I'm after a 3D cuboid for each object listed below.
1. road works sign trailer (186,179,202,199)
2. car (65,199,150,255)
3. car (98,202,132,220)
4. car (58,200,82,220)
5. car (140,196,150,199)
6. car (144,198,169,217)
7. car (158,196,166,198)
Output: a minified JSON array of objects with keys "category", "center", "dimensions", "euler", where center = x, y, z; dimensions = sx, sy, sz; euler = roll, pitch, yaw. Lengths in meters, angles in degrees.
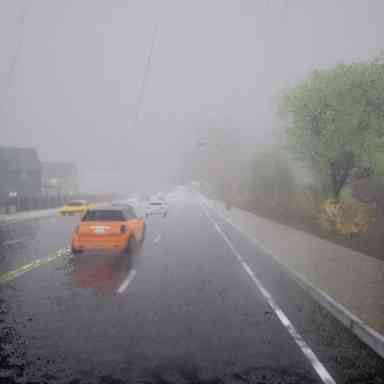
[{"category":"road works sign trailer","center":[0.370,-0.735,70.568],"dimensions":[2.380,3.560,2.880],"euler":[25,-22,-2]},{"category":"car","center":[-3.150,1.355,13.498],"dimensions":[2.097,1.767,4.553],"euler":[0,0,0]},{"category":"car","center":[-6.593,1.602,29.162],"dimensions":[1.895,1.301,4.718],"euler":[0,0,0]},{"category":"car","center":[-9.841,1.479,28.755],"dimensions":[1.882,1.535,5.008],"euler":[0,0,0]},{"category":"car","center":[-9.736,1.498,69.902],"dimensions":[2.128,1.511,4.902],"euler":[0,0,0]},{"category":"car","center":[-3.145,1.527,30.678],"dimensions":[1.812,1.442,4.674],"euler":[0,0,0]},{"category":"car","center":[-6.486,1.513,71.095],"dimensions":[2.033,1.411,5.357],"euler":[0,0,0]}]
